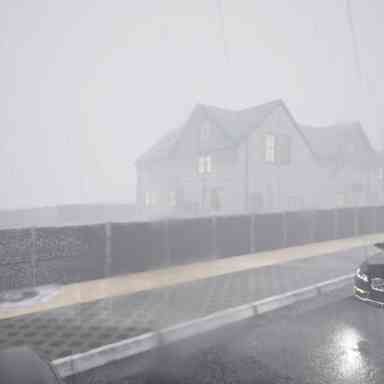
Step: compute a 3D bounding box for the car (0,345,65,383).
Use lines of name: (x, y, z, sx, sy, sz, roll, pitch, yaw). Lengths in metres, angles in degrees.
car: (-2.982, 1.581, 0.883, 5.357, 1.411, 2.033, -1, 0, -35)

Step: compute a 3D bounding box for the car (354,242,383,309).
car: (5.276, 1.465, 6.930, 4.892, 1.490, 1.837, 0, 0, -36)
